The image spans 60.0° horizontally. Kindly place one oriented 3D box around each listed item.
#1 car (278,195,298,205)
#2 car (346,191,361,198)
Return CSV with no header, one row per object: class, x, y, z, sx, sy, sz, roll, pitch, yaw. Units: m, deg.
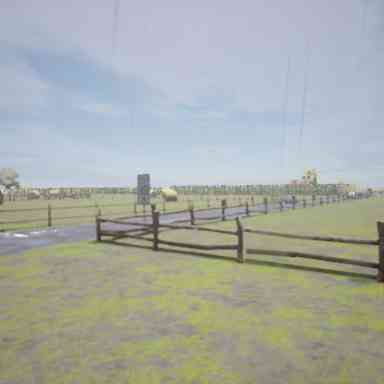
car,14.355,1.140,49.670,1.994,1.385,4.181,-1,0,35
car,37.197,0.738,77.320,1.812,1.442,4.674,-1,0,35
